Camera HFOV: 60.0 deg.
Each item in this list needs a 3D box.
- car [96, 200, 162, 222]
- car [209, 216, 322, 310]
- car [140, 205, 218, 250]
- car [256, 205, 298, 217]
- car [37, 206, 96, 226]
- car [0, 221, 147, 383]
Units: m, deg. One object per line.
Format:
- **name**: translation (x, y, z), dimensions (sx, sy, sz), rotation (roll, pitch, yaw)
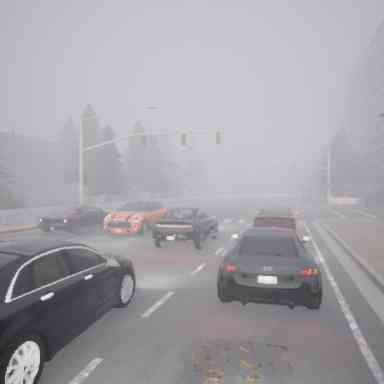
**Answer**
- **car**: translation (-2.863, 1.248, 17.942), dimensions (2.097, 1.767, 4.553), rotation (0, 0, 17)
- **car**: translation (1.826, 1.518, 7.855), dimensions (1.994, 1.385, 4.181), rotation (0, 0, 14)
- **car**: translation (-0.117, 1.410, 14.114), dimensions (2.128, 1.511, 4.902), rotation (0, 0, 15)
- **car**: translation (4.174, 1.382, 16.492), dimensions (1.882, 1.535, 5.008), rotation (0, 0, 17)
- **car**: translation (-6.318, 1.494, 18.610), dimensions (1.895, 1.301, 4.718), rotation (0, 0, 17)
- **car**: translation (-2.401, 1.474, 5.044), dimensions (1.837, 1.490, 4.892), rotation (0, 0, 11)
